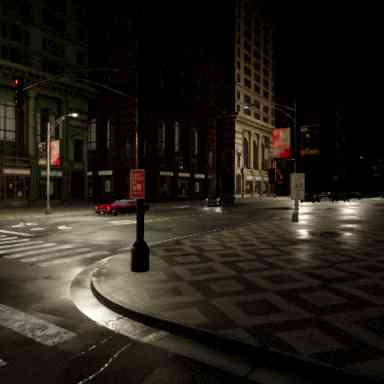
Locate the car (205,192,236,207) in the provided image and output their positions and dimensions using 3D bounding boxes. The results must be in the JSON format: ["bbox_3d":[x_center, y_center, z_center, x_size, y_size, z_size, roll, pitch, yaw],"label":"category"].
[{"bbox_3d":[3.552,0.845,40.804,2.097,1.767,4.553,0,1,36],"label":"car"}]

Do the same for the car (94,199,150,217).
[{"bbox_3d":[-5.762,1.297,27.720,1.895,1.301,4.718,0,1,35],"label":"car"}]

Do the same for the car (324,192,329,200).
[{"bbox_3d":[23.022,0.713,56.650,2.128,1.511,4.902,0,1,35],"label":"car"}]

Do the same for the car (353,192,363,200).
[{"bbox_3d":[29.634,0.675,60.355,1.812,1.442,4.674,0,1,35],"label":"car"}]

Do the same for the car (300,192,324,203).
[{"bbox_3d":[17.280,0.911,48.569,1.994,1.385,4.181,0,1,35],"label":"car"}]

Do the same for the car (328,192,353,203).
[{"bbox_3d":[22.477,0.834,50.280,1.812,1.442,4.674,0,1,36],"label":"car"}]
